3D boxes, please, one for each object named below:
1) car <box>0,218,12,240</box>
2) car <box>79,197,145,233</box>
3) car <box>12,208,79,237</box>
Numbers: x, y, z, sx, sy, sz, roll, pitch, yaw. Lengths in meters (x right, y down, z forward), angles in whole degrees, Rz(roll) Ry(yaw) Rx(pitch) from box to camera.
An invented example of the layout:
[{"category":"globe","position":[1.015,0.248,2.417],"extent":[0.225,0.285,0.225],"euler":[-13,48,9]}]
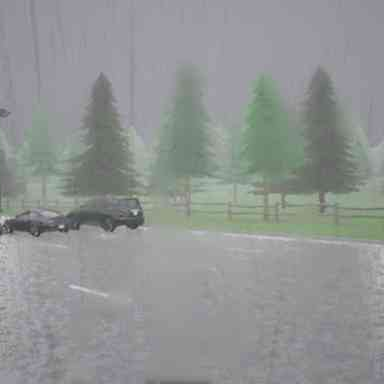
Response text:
[{"category":"car","position":[-10.882,1.660,16.011],"extent":[4.674,1.442,1.812],"euler":[-1,0,35]},{"category":"car","position":[-5.447,1.343,20.747],"extent":[5.566,2.045,2.150],"euler":[-1,0,36]},{"category":"car","position":[-8.713,1.658,18.764],"extent":[4.674,1.442,1.812],"euler":[0,0,35]}]
